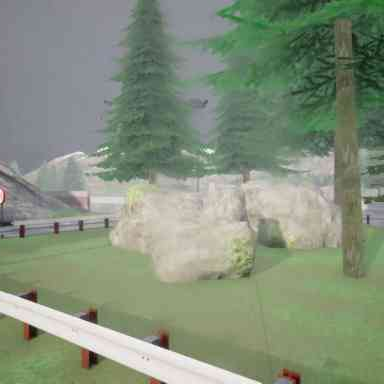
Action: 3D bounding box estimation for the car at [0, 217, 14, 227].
[{"bbox_3d":[-10.934,1.358,15.415,5.357,1.411,2.033,0,0,16],"label":"car"}]
